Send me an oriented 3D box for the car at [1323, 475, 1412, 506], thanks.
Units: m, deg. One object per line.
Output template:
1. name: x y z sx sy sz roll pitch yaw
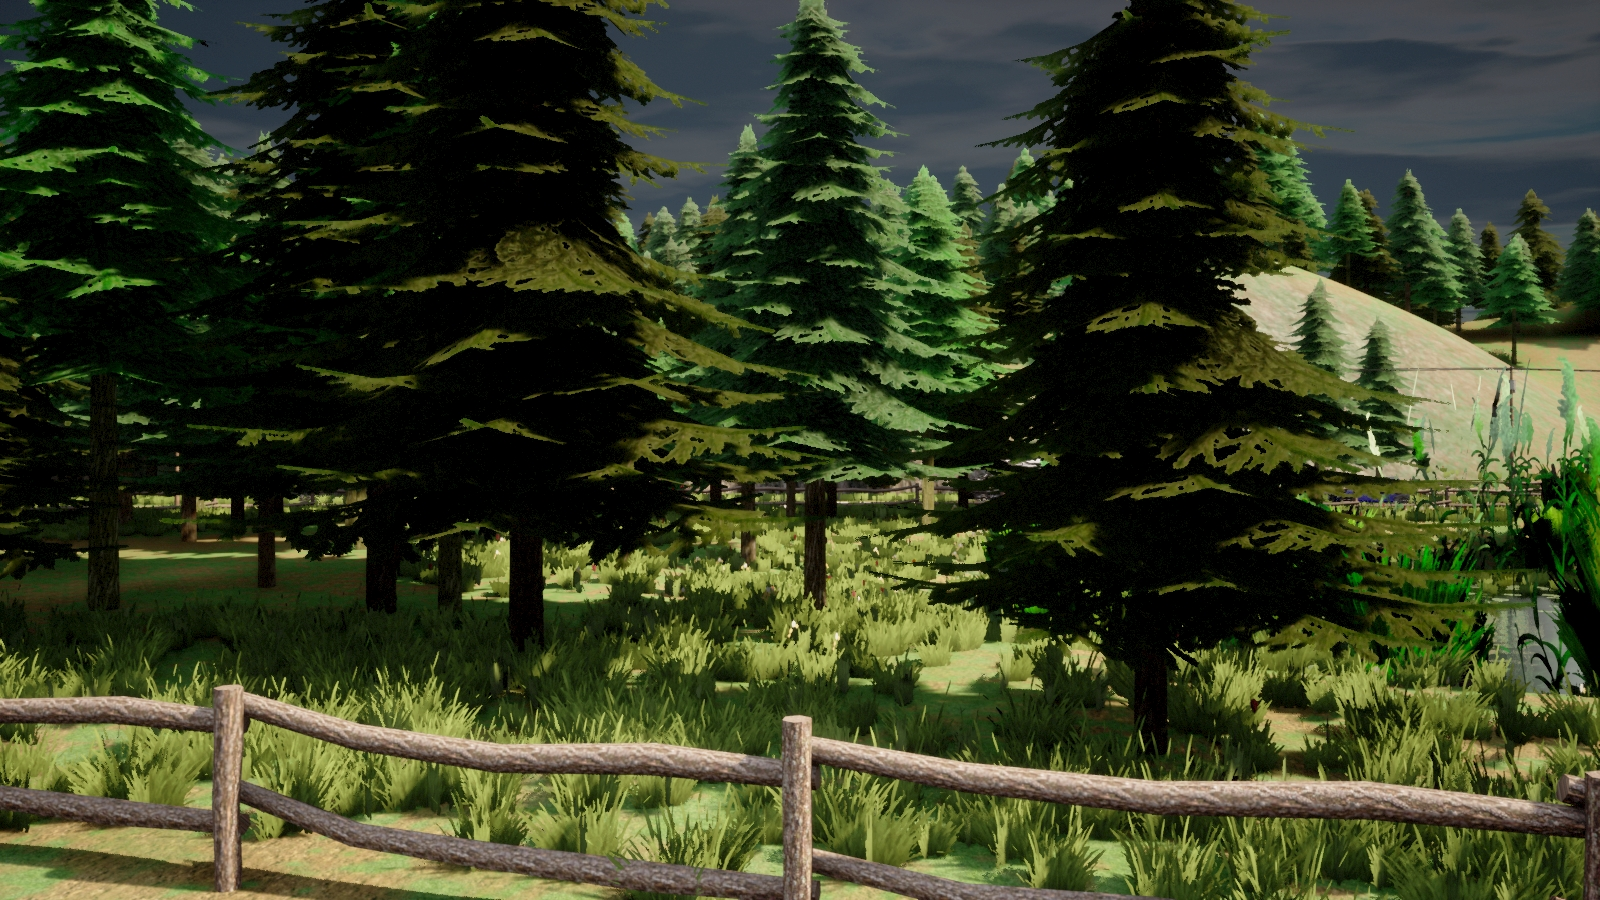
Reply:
1. car: 28.619 2.038 57.708 3.633 1.501 1.845 0 0 7
